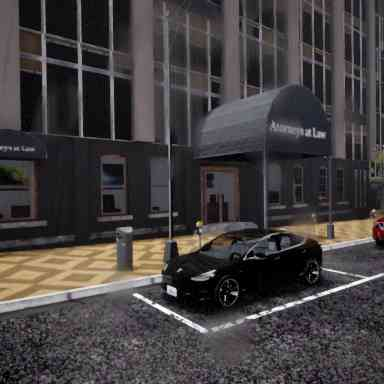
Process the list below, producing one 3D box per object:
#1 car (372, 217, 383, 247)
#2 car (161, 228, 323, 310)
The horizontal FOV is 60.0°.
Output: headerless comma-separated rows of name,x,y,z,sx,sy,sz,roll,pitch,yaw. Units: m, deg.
car,9.615,1.310,14.030,5.009,1.841,2.192,0,-1,-37
car,1.342,1.564,7.824,4.313,1.339,1.947,0,-1,-37
